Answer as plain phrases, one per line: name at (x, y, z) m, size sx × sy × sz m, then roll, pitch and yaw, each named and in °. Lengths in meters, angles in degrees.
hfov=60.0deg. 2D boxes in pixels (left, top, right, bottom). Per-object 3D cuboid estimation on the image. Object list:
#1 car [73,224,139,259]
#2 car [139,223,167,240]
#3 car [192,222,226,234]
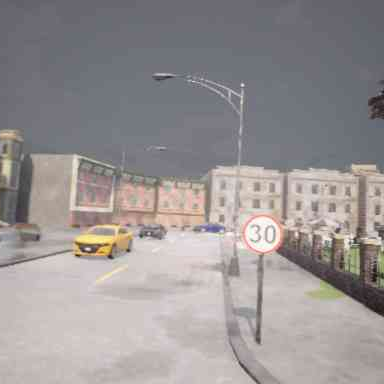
car at (-4.499, 2.495, 17.519) m, size 1.882 × 1.535 × 5.008 m, roll 3°, pitch -4°, yaw 5°
car at (-3.515, 3.542, 30.377) m, size 1.994 × 1.385 × 4.181 m, roll 3°, pitch -4°, yaw 5°
car at (2.388, 4.869, 45.798) m, size 5.008 × 1.535 × 1.882 m, roll 6°, pitch -5°, yaw -29°
